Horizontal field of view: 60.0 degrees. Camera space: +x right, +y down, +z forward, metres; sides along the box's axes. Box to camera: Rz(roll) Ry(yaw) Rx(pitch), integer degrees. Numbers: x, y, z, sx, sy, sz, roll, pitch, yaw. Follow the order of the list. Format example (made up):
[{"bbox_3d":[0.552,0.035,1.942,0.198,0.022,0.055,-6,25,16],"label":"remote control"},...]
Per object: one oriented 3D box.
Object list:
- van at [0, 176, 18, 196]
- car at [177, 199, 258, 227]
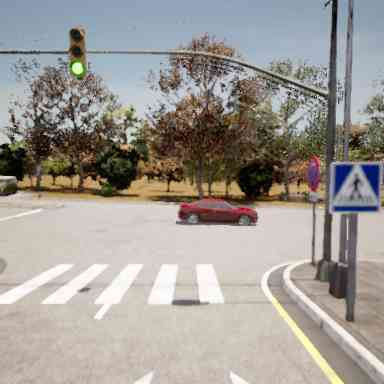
[{"bbox_3d":[-20.345,-0.676,35.924,1.878,1.987,4.442,1,4,-14],"label":"van"},{"bbox_3d":[1.576,1.199,20.744,5.008,1.535,1.882,2,3,3],"label":"car"}]
